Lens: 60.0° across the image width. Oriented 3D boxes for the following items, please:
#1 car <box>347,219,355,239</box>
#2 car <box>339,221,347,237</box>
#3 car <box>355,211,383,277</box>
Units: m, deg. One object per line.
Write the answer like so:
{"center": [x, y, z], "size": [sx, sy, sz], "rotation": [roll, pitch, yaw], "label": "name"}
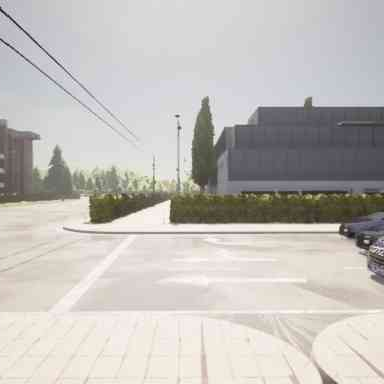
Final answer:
{"center": [8.108, 1.560, 11.679], "size": [4.181, 1.385, 1.994], "rotation": [0, 0, -1], "label": "car"}
{"center": [9.014, 1.559, 15.192], "size": [4.181, 1.385, 1.994], "rotation": [0, 0, -1], "label": "car"}
{"center": [6.852, 1.349, 8.161], "size": [4.553, 1.767, 2.097], "rotation": [0, 0, -1], "label": "car"}
